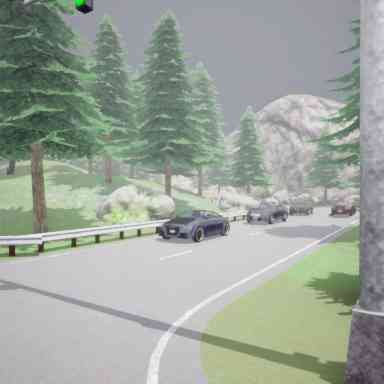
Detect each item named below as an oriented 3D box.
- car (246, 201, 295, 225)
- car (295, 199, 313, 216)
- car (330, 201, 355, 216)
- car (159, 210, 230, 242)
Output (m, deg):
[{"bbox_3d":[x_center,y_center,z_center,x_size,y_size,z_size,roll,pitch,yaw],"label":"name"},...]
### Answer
[{"bbox_3d":[5.685,1.516,24.843,2.128,1.511,4.902,0,0,33],"label":"car"},{"bbox_3d":[11.082,1.535,33.519,1.837,1.490,4.892,0,0,26],"label":"car"},{"bbox_3d":[14.618,1.612,32.132,1.812,1.442,4.674,0,-1,31],"label":"car"},{"bbox_3d":[0.218,1.583,16.535,1.994,1.385,4.181,0,0,33],"label":"car"}]
